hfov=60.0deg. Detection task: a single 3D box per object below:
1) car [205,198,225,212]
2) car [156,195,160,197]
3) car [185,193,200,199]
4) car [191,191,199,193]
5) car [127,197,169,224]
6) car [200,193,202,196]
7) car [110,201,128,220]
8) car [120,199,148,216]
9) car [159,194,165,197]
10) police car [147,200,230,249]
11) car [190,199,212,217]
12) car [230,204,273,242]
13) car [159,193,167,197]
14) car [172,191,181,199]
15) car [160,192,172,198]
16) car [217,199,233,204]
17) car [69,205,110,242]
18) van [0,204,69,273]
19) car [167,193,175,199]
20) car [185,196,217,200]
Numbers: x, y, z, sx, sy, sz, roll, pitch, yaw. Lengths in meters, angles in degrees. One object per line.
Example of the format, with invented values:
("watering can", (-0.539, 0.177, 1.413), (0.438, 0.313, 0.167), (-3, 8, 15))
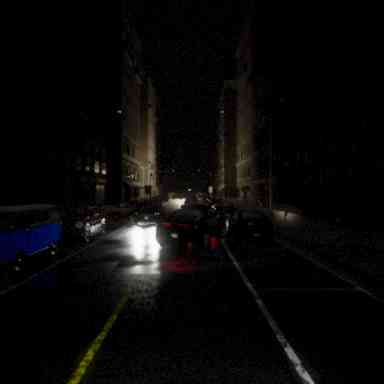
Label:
("car", (2.535, 1.391, 37.219), (1.947, 1.339, 4.313), (0, 0, 0))
("car", (-5.506, 1.381, 42.618), (1.802, 1.307, 4.206), (0, 0, 0))
("car", (-0.138, 1.325, 50.030), (1.994, 1.385, 4.181), (0, 0, 0))
("car", (-0.179, 1.162, 64.633), (1.882, 1.535, 5.008), (0, 0, 0))
("car", (-2.915, 1.380, 23.642), (2.128, 1.511, 4.902), (0, 0, 0))
("car", (2.489, 1.268, 53.627), (1.752, 1.417, 4.829), (0, 0, 0))
("car", (-5.460, 1.402, 26.210), (1.752, 1.417, 4.829), (0, 0, 0))
("car", (-5.476, 1.416, 31.793), (1.947, 1.339, 4.313), (0, 0, 0))
("car", (-5.520, 1.322, 48.031), (2.008, 1.369, 4.403), (0, 0, 0))
("police car", (0.102, 1.357, 14.522), (1.930, 1.638, 5.238), (0, 0, 17))
("car", (0.742, 1.385, 30.092), (1.812, 1.442, 4.674), (0, 0, 0))
("car", (2.595, 1.478, 15.568), (2.008, 1.369, 4.403), (0, 0, 0))
("car", (-5.535, 1.294, 53.444), (2.008, 1.369, 4.403), (0, 0, 0))
("car", (-2.929, 0.877, 64.674), (2.033, 1.411, 5.357), (0, 0, 0))
("car", (-5.565, 1.000, 64.268), (2.192, 1.841, 5.009), (0, 0, 0))
("car", (2.565, 1.427, 26.393), (2.008, 1.369, 4.403), (0, 0, 0))
("car", (-5.431, 1.367, 15.555), (1.967, 1.590, 4.097), (0, 0, 0))
("van", (-5.415, 1.293, 10.142), (1.690, 1.788, 3.998), (0, 0, 0))
("car", (-5.639, 1.094, 90.732), (2.008, 1.369, 4.403), (0, 0, 0))
("car", (0.652, 1.342, 24.302), (1.801, 1.575, 5.366), (0, 0, 1))
